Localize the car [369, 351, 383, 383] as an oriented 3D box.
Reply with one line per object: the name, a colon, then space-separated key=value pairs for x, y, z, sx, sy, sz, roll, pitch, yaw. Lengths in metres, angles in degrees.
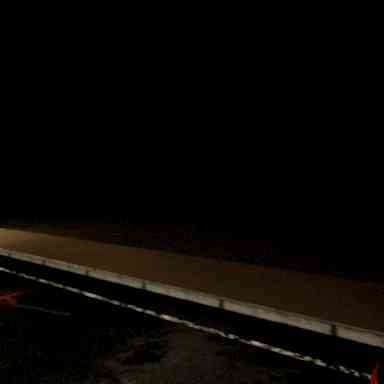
car: x=3.691 y=1.243 z=1.054 sx=5.566 sy=2.045 sz=2.150 roll=1 pitch=1 yaw=35
